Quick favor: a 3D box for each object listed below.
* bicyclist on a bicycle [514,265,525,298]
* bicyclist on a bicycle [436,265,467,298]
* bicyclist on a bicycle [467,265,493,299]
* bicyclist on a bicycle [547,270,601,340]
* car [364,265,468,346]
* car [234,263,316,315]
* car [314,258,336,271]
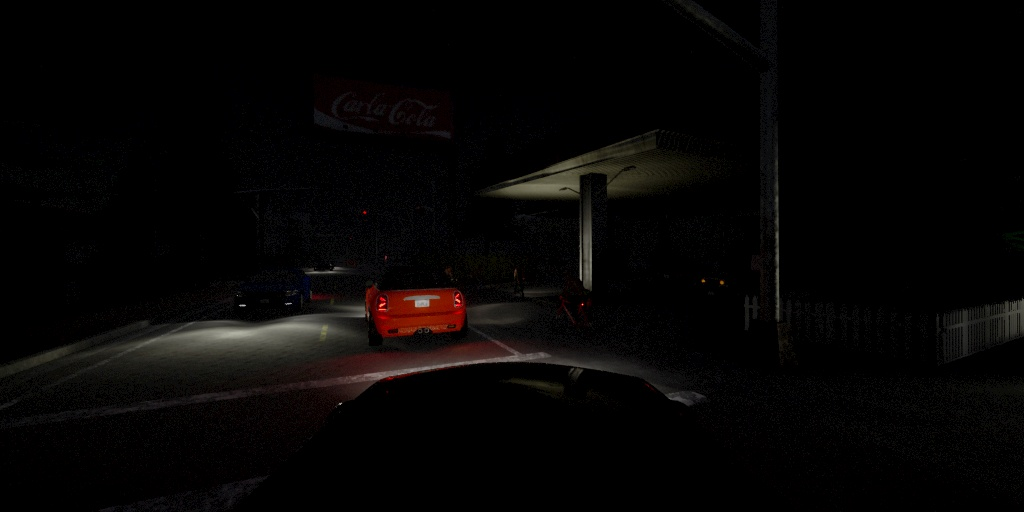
[{"bbox_3d":[0.364,1.283,18.051,0.582,1.620,1.656,0,0,15],"label":"bicyclist on a bicycle"},{"bbox_3d":[-3.014,1.253,16.470,1.656,1.620,0.582,1,0,36],"label":"bicyclist on a bicycle"},{"bbox_3d":[-1.741,1.282,17.884,1.656,1.620,0.582,1,0,-23],"label":"bicyclist on a bicycle"},{"bbox_3d":[1.504,1.185,8.866,0.582,1.620,1.656,3,-2,-44],"label":"bicyclist on a bicycle"},{"bbox_3d":[-2.722,1.013,9.456,2.097,1.767,4.553,0,0,-23],"label":"car"},{"bbox_3d":[-8.797,1.171,13.542,1.882,1.535,5.008,1,-1,-24],"label":"car"},{"bbox_3d":[-24.451,1.044,46.596,2.097,1.767,4.553,0,0,-25],"label":"car"}]
